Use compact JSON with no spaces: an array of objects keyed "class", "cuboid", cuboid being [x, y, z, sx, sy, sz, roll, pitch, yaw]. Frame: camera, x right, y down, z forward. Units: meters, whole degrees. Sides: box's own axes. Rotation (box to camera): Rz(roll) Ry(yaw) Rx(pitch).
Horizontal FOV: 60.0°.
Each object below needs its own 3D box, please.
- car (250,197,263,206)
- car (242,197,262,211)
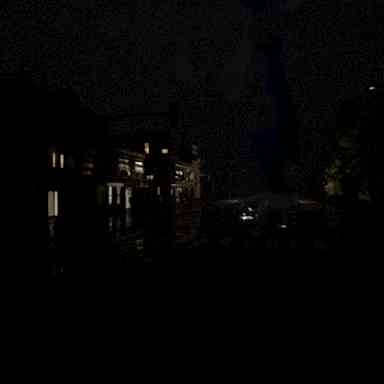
[{"class":"car","cuboid":[11.676,1.627,59.894,2.033,1.411,5.357,0,0,13]},{"class":"car","cuboid":[7.410,1.662,41.795,1.895,1.301,4.718,0,0,13]}]
